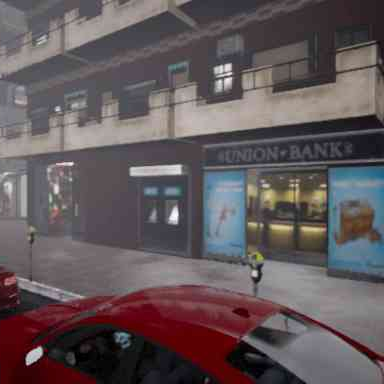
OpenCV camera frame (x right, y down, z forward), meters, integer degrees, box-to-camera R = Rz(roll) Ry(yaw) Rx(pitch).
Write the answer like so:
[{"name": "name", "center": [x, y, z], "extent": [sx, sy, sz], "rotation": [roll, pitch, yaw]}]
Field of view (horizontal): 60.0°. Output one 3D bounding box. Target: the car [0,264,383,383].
[{"name": "car", "center": [-0.244, 1.542, 2.895], "extent": [4.507, 1.381, 1.887], "rotation": [0, 0, 36]}]
